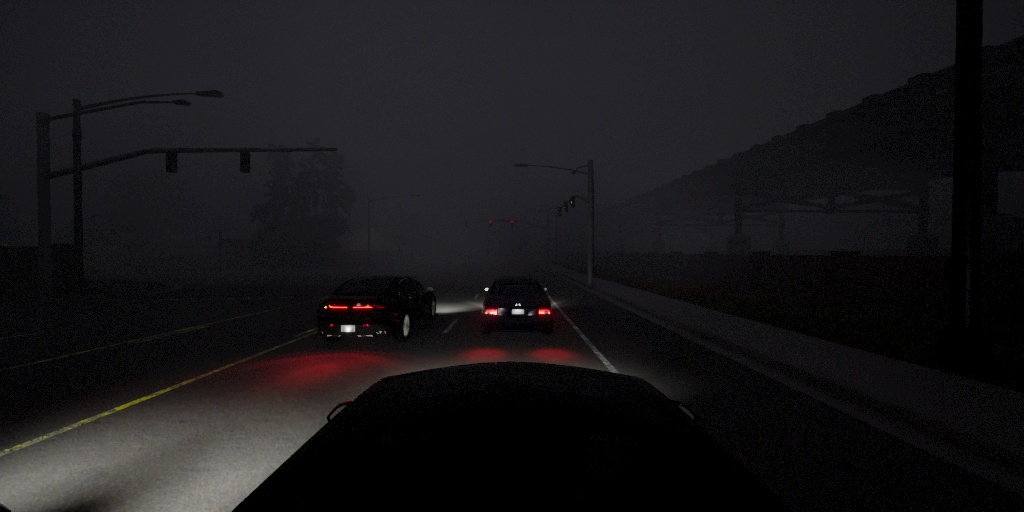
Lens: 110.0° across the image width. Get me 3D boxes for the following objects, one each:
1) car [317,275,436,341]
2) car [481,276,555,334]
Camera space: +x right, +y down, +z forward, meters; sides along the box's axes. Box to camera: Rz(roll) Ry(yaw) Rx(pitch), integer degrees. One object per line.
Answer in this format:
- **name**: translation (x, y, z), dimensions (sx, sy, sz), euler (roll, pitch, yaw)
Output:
- **car**: translation (-3.382, 1.255, 9.831), dimensions (1.837, 1.490, 4.892), euler (0, 0, 0)
- **car**: translation (0.124, 1.301, 10.598), dimensions (2.033, 1.411, 5.357), euler (0, 0, 0)
